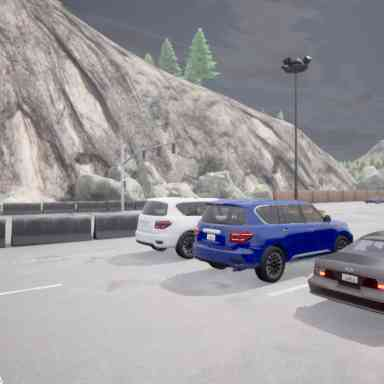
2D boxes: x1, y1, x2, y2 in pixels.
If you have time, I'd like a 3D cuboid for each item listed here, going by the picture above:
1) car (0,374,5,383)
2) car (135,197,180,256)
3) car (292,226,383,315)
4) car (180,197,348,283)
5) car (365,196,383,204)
[{"bbox_3d":[-3.298,1.349,1.389,4.553,1.767,2.097,0,0,-36],"label":"car"},{"bbox_3d":[0.572,1.221,12.824,5.566,2.045,2.150,0,0,-36],"label":"car"},{"bbox_3d":[4.783,1.547,7.236,5.357,1.411,2.033,0,0,-36],"label":"car"},{"bbox_3d":[2.595,1.221,9.946,5.566,2.045,2.150,0,0,-38],"label":"car"},{"bbox_3d":[31.437,1.376,57.072,4.181,1.385,1.994,0,0,-35],"label":"car"}]
